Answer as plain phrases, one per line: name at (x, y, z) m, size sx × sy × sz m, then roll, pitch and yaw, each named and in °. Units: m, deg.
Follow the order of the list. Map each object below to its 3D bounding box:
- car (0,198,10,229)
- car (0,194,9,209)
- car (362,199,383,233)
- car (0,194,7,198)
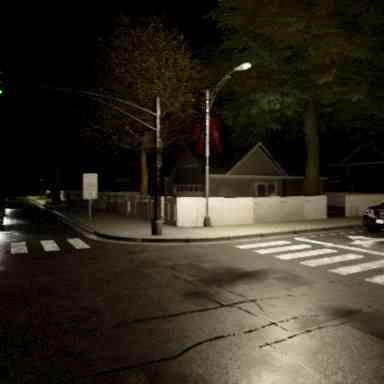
car at (-11.742, 1.292, 19.022) m, size 2.033 × 1.411 × 5.357 m, roll 0°, pitch 1°, yaw -28°
car at (-21.407, 1.022, 36.900) m, size 1.837 × 1.490 × 4.892 m, roll 0°, pitch 1°, yaw -29°
car at (10.721, 0.928, 16.019) m, size 5.566 × 2.045 × 2.150 m, roll -1°, pitch 1°, yaw -28°
car at (-16.504, 1.124, 27.771) m, size 2.128 × 1.511 × 4.902 m, roll 0°, pitch 1°, yaw -28°
